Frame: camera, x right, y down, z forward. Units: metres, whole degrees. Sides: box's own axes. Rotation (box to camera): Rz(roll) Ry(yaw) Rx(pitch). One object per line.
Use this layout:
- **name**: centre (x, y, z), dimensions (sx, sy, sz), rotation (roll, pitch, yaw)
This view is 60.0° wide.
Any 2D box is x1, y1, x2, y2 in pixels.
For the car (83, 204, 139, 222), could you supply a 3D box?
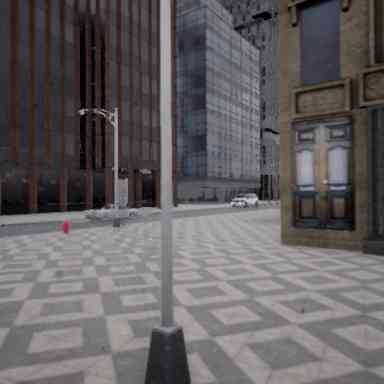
- **car**: centre (-6.798, 1.723, 28.276), dimensions (1.895, 1.301, 4.718), rotation (-1, 0, 36)

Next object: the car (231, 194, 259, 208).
- **car**: centre (7.782, 1.292, 48.572), dimensions (2.150, 2.045, 5.566), rotation (-1, -1, 36)
